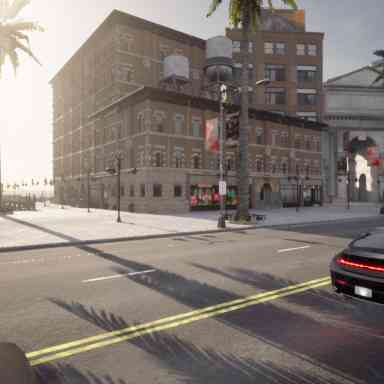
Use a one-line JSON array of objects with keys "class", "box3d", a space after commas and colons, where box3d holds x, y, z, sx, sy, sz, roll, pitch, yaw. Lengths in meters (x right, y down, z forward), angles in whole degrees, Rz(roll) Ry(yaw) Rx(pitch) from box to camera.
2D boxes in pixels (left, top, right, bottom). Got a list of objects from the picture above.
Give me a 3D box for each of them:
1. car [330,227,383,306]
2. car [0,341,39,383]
[{"class": "car", "box3d": [4.984, 1.505, 7.265, 4.892, 1.490, 1.837, 0, 0, -36]}, {"class": "car", "box3d": [-3.422, 1.547, 1.294, 5.357, 1.411, 2.033, 0, 0, -36]}]
